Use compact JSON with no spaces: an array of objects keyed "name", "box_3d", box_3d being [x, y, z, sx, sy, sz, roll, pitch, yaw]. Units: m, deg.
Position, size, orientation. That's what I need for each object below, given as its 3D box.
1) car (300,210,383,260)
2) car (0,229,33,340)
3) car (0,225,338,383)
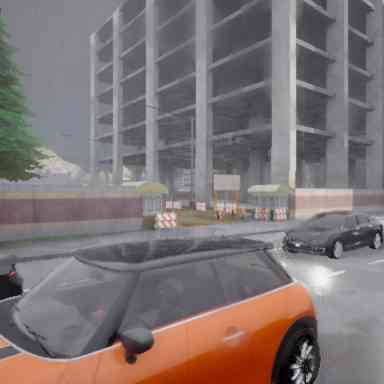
[{"name":"car","box_3d":[5.464,1.502,12.639,4.892,1.490,1.837,-1,1,-37]},{"name":"car","box_3d":[-5.049,1.505,4.551,4.892,1.490,1.837,0,0,-38]},{"name":"car","box_3d":[-0.680,1.352,3.392,4.553,1.767,2.097,0,0,-40]}]
